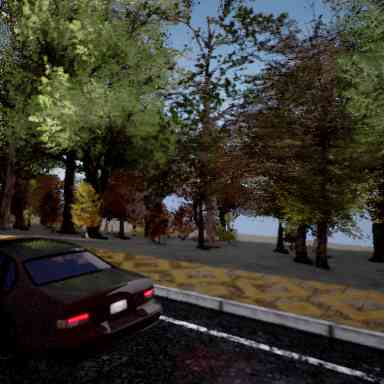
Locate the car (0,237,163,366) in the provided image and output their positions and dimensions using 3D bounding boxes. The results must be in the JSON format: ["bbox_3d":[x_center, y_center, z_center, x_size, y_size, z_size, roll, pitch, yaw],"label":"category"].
[{"bbox_3d":[-3.012,1.537,5.795,5.357,1.411,2.033,0,0,35],"label":"car"}]
